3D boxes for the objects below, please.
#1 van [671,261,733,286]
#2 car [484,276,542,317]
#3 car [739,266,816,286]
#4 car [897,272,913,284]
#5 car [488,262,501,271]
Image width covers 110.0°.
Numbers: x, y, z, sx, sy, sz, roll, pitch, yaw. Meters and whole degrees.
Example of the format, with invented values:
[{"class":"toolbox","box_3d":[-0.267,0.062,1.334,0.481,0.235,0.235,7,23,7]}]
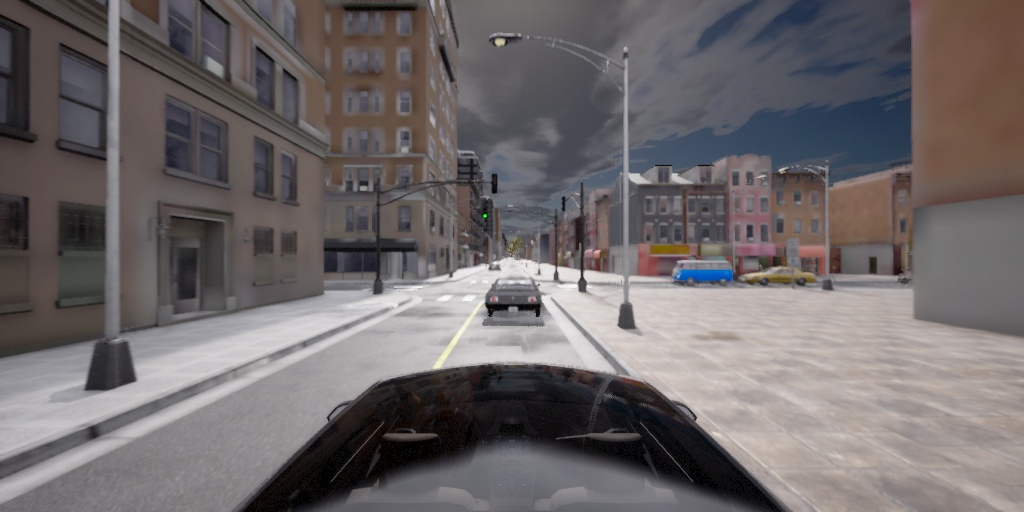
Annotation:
[{"class":"van","box_3d":[13.751,1.228,26.030,3.998,1.789,1.690,0,0,0]},{"class":"car","box_3d":[0.151,1.420,13.634,1.895,1.301,4.718,0,0,3]},{"class":"car","box_3d":[19.193,1.408,26.019,4.829,1.417,1.751,0,0,0]},{"class":"car","box_3d":[30.587,1.455,25.996,4.207,1.307,1.802,0,0,0]},{"class":"car","box_3d":[-2.798,1.633,57.353,2.128,1.511,4.902,0,0,0]}]
